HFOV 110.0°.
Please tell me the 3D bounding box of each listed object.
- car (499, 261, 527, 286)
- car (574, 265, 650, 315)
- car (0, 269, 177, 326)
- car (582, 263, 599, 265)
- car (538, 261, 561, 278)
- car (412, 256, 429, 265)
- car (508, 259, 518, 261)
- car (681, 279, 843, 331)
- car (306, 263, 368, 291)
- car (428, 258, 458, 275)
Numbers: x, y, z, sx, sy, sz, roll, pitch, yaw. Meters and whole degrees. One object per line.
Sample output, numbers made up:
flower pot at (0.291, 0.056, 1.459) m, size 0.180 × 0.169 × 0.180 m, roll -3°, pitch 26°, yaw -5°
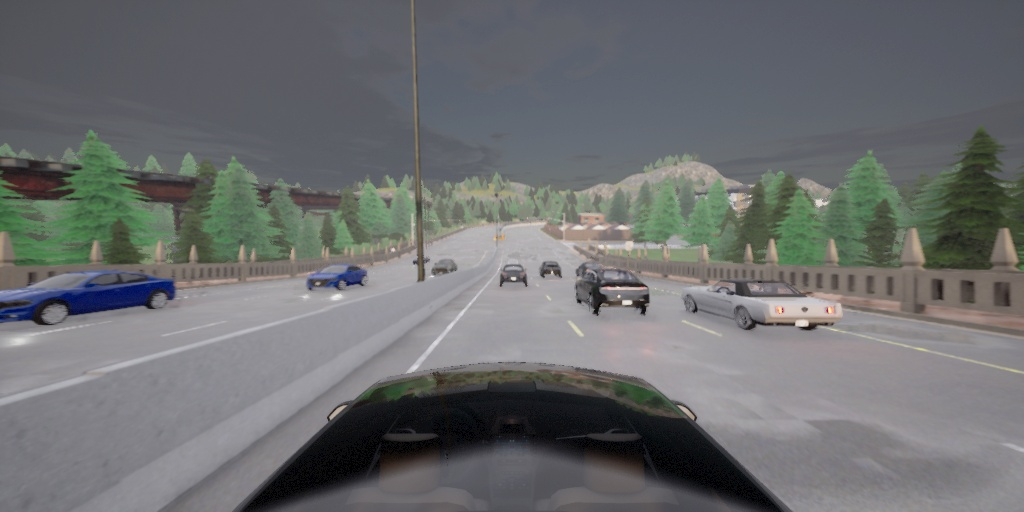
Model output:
car at (0.102, 1.283, 25.245) m, size 1.812 × 1.442 × 4.674 m, roll 0°, pitch 0°, yaw 0°
car at (3.602, 1.244, 13.629) m, size 2.128 × 1.511 × 4.902 m, roll 0°, pitch 0°, yaw 0°
car at (-14.097, 1.230, 11.933) m, size 1.882 × 1.535 × 5.008 m, roll 0°, pitch 0°, yaw 0°
car at (7.102, 1.307, 32.948) m, size 2.033 × 1.411 × 5.357 m, roll 0°, pitch 0°, yaw 0°
car at (3.604, 1.263, 34.522) m, size 1.837 × 1.490 × 4.892 m, roll 0°, pitch -1°, yaw 0°
car at (-13.998, 0.669, 55.627) m, size 1.895 × 1.301 × 4.718 m, roll 0°, pitch 4°, yaw 0°
car at (0.104, 1.126, 45.410) m, size 1.812 × 1.442 × 4.674 m, roll 0°, pitch 2°, yaw 0°
car at (7.101, 1.354, 10.992) m, size 1.895 × 1.301 × 4.718 m, roll 0°, pitch 0°, yaw 0°
car at (-10.594, 1.234, 22.069) m, size 1.882 × 1.535 × 5.008 m, roll 0°, pitch 0°, yaw 0°
car at (-7.082, 1.103, 38.298) m, size 2.097 × 1.767 × 4.553 m, roll 0°, pitch 1°, yaw 0°
